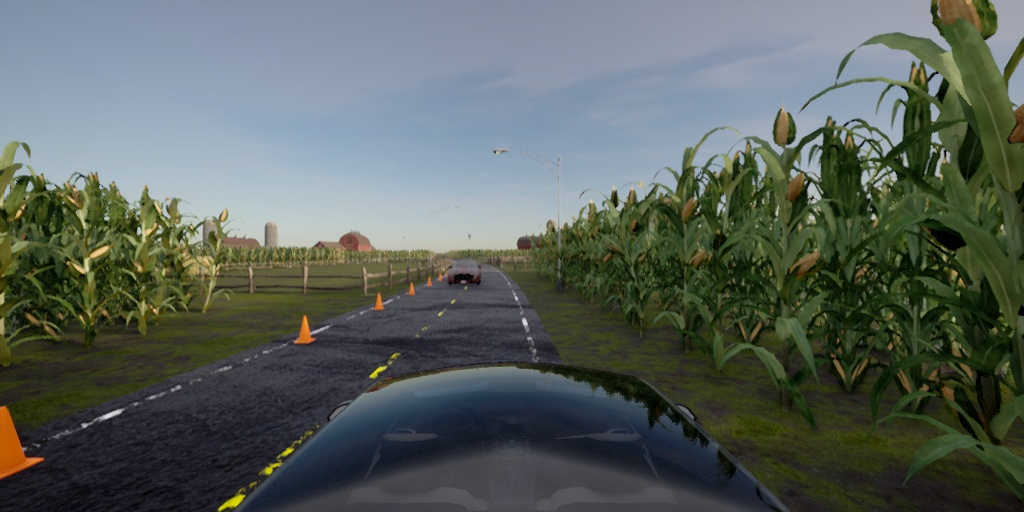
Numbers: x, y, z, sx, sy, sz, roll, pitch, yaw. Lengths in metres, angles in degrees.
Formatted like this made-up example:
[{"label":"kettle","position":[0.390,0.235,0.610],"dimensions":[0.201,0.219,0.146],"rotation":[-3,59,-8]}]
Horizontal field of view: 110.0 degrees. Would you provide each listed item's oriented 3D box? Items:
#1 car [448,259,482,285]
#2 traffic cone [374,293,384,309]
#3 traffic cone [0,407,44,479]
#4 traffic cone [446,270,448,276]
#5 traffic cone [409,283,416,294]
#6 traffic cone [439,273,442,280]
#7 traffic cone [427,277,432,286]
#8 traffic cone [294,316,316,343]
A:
[{"label":"car","position":[-3.171,1.018,24.687],"dimensions":[2.097,1.767,4.553],"rotation":[0,0,-3]},{"label":"traffic cone","position":[-4.917,1.662,13.273],"dimensions":[0.340,0.580,0.340],"rotation":[0,0,-2]},{"label":"traffic cone","position":[-4.728,1.700,3.332],"dimensions":[0.340,0.580,0.340],"rotation":[0,0,0]},{"label":"traffic cone","position":[-5.986,1.591,33.129],"dimensions":[0.340,0.580,0.340],"rotation":[0,0,-4]},{"label":"traffic cone","position":[-5.098,1.644,18.241],"dimensions":[0.340,0.580,0.340],"rotation":[0,0,-2]},{"label":"traffic cone","position":[-5.633,1.608,28.170],"dimensions":[0.340,0.580,0.340],"rotation":[0,0,-4]},{"label":"traffic cone","position":[-5.338,1.626,23.207],"dimensions":[0.340,0.580,0.340],"rotation":[0,0,-3]},{"label":"traffic cone","position":[-4.794,1.681,8.303],"dimensions":[0.340,0.580,0.340],"rotation":[0,0,-1]}]
